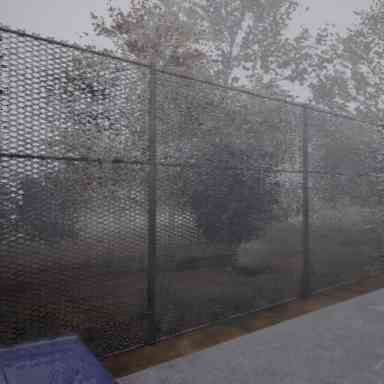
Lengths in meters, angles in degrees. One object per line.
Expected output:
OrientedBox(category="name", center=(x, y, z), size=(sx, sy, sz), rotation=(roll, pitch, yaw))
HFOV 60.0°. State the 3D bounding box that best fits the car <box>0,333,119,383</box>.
OrientedBox(category="car", center=(-2.516, 1.600, 1.275), size=(4.718, 1.301, 1.895), rotation=(0, 0, -36))
